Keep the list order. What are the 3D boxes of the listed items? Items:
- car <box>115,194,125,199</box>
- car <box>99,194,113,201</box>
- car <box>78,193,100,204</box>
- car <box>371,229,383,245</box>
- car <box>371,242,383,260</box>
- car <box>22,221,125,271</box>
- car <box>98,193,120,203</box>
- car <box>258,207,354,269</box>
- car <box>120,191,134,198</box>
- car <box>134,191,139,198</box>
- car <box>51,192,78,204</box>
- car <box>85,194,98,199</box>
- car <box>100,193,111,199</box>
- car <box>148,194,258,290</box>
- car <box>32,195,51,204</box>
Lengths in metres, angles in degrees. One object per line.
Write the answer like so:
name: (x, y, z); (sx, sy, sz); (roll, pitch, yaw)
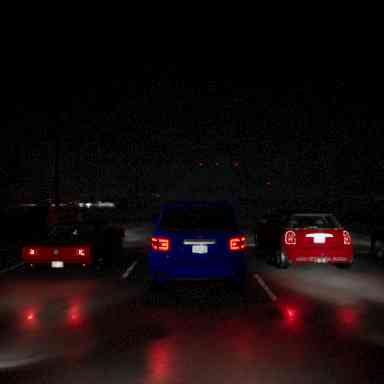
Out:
car: (-18.495, 1.156, 85.499); (1.895, 1.301, 4.718); (0, 0, -3)
car: (-18.242, 1.152, 70.536); (1.837, 1.490, 4.892); (0, 0, -1)
car: (-18.171, 1.290, 58.318); (1.994, 1.385, 4.181); (0, 0, 0)
car: (7.018, 1.477, 9.406); (2.128, 1.511, 4.902); (0, 0, 0)
car: (3.594, 1.490, 2.160); (2.128, 1.511, 4.902); (0, 0, 0)
car: (-3.489, 1.584, 10.839); (1.895, 1.301, 4.718); (0, 0, 0)
car: (-14.682, 1.323, 58.982); (1.895, 1.301, 4.718); (0, 0, 0)
car: (3.505, 1.334, 11.303); (2.097, 1.767, 4.553); (0, 0, 0)
car: (-14.775, 0.990, 73.356); (2.097, 1.767, 4.553); (0, 0, -1)
car: (-15.249, 1.083, 88.500); (2.033, 1.411, 5.357); (0, 0, -3)
car: (-21.656, 1.213, 56.895); (1.882, 1.535, 5.008); (0, 0, 0)
car: (-25.463, 1.162, 84.495); (1.895, 1.301, 4.718); (0, 0, -1)
car: (-21.957, 1.089, 84.828); (1.812, 1.442, 4.674); (0, 0, -3)
car: (0.043, 1.207, 9.202); (2.150, 2.045, 5.566); (0, 0, -2)
car: (-25.147, 1.243, 56.331); (1.837, 1.490, 4.892); (0, 0, 0)
